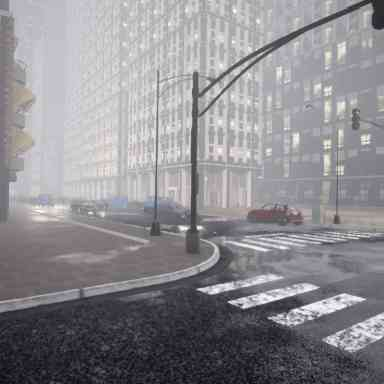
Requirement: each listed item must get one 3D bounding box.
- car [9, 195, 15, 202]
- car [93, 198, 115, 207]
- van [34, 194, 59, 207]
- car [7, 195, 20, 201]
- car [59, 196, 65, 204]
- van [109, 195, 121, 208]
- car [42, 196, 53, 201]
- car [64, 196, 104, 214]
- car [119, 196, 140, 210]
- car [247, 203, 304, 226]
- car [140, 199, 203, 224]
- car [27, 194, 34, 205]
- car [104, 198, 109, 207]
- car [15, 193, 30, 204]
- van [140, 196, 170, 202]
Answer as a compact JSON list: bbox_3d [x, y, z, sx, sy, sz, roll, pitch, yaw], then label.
[{"bbox_3d":[-36.791,1.397,69.881,1.947,1.339,4.313,1,-1,-35],"label":"car"},{"bbox_3d":[-13.679,1.587,51.614,1.947,1.339,4.313,1,-1,-35],"label":"car"},{"bbox_3d":[-20.525,1.197,46.792,1.690,1.788,3.998,1,-1,-35],"label":"van"},{"bbox_3d":[-40.042,1.378,74.500,2.008,1.369,4.403,1,-1,-35],"label":"car"},{"bbox_3d":[-24.015,1.434,61.795,1.882,1.535,5.008,1,-1,-35],"label":"car"},{"bbox_3d":[-10.422,1.368,46.998,1.690,1.788,3.998,1,-1,-35],"label":"van"},{"bbox_3d":[-36.446,1.571,83.942,1.802,1.307,4.206,1,-1,-35],"label":"car"},{"bbox_3d":[-10.772,1.427,32.935,2.008,1.369,4.403,1,-1,-35],"label":"car"},{"bbox_3d":[-7.173,1.584,42.378,2.008,1.369,4.403,1,-1,-35],"label":"car"},{"bbox_3d":[5.838,1.505,23.906,1.967,1.590,4.097,1,-1,-35],"label":"car"},{"bbox_3d":[-1.472,1.492,24.227,2.033,1.411,5.357,1,-1,-35],"label":"car"},{"bbox_3d":[-23.781,1.432,51.408,1.802,1.307,4.206,1,-1,-35],"label":"car"},{"bbox_3d":[-11.861,1.521,38.996,1.895,1.301,4.718,1,-1,-35],"label":"car"},{"bbox_3d":[-30.282,1.155,60.647,2.192,1.841,5.009,1,-1,-35],"label":"car"},{"bbox_3d":[-3.917,1.382,37.761,1.690,1.788,3.998,1,-1,-35],"label":"van"}]
